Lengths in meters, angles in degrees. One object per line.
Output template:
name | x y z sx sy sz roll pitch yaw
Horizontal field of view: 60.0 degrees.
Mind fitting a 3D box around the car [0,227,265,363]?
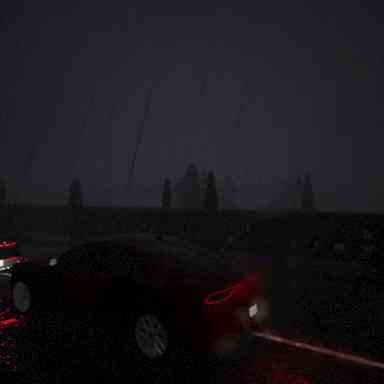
car | -1.237 1.482 5.932 5.008 1.535 1.882 0 0 33
